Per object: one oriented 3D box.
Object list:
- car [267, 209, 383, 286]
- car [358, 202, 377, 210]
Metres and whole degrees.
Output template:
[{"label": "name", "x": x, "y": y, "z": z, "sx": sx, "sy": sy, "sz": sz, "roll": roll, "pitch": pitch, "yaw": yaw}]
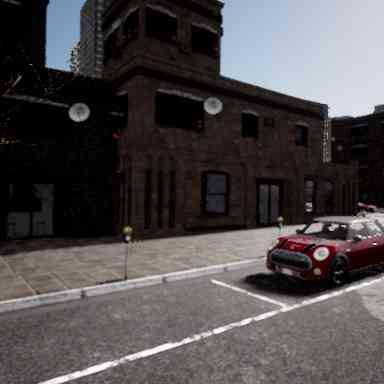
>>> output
[{"label": "car", "x": 3.991, "y": 1.447, "z": 9.384, "sx": 4.097, "sy": 1.590, "sz": 1.967, "roll": 0, "pitch": 1, "yaw": -35}, {"label": "car", "x": 17.304, "y": 1.639, "z": 35.614, "sx": 1.887, "sy": 1.381, "sz": 4.507, "roll": 1, "pitch": -1, "yaw": -35}]
